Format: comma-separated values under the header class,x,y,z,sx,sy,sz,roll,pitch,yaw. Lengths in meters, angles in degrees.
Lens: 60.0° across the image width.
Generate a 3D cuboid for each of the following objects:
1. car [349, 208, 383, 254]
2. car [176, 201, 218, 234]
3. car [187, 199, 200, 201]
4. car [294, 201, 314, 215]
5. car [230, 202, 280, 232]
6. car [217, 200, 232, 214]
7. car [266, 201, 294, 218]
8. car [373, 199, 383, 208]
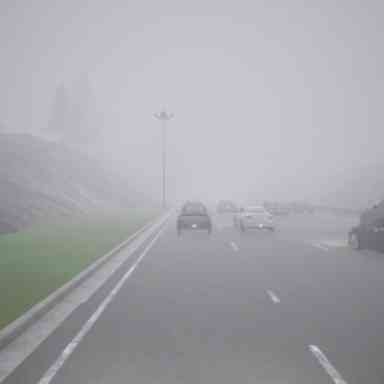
class,x,y,z,sx,sy,sz,roll,pitch,yaw
car,7.103,1.500,11.213,1.837,1.490,4.892,0,0,0
car,0.131,1.484,19.211,2.128,1.511,4.902,0,0,0
car,0.145,1.463,36.913,1.882,1.535,5.008,0,0,0
car,10.659,1.587,33.799,1.895,1.301,4.718,0,0,0
car,3.620,1.518,19.855,1.812,1.442,4.674,0,0,0
car,3.648,1.550,35.868,1.994,1.385,4.181,0,0,0
car,7.170,1.536,29.982,2.033,1.411,5.357,0,0,0
car,10.615,1.215,16.506,2.150,2.045,5.566,0,0,0
